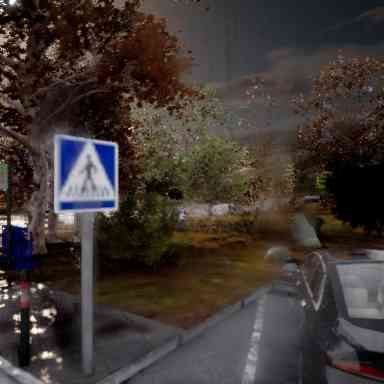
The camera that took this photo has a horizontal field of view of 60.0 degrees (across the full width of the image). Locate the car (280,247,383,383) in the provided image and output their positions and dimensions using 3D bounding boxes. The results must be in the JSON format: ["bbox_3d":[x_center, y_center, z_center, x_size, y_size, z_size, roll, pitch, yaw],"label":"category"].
[{"bbox_3d":[2.334,1.490,4.455,2.231,1.521,4.892,0,-1,15],"label":"car"}]

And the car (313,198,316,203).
[{"bbox_3d":[21.044,1.480,59.703,4.718,1.301,1.895,-2,1,-36],"label":"car"}]
